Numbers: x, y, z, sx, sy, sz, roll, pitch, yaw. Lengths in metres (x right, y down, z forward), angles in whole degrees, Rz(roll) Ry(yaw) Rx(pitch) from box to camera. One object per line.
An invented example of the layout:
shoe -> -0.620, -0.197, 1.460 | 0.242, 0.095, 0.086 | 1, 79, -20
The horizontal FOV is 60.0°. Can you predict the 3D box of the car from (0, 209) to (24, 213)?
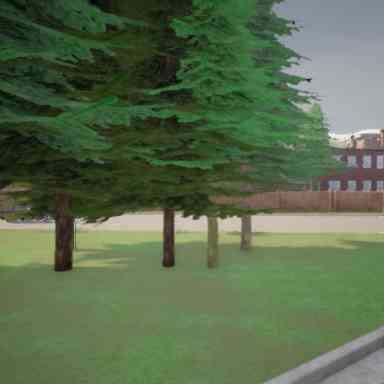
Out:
car -> -11.979, 1.542, 25.406 | 4.892, 1.490, 1.837 | 0, 0, 3
